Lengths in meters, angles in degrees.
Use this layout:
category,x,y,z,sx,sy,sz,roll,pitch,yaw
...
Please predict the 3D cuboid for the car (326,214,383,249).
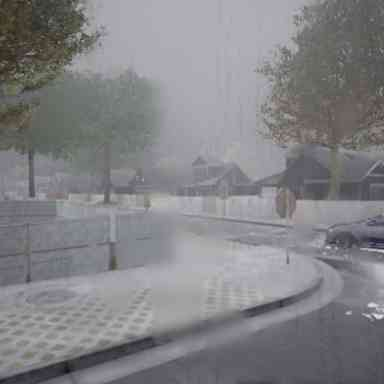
category,x,y,z,sx,sy,sz,roll,pitch,yaw
car,7.444,1.536,12.822,4.181,1.385,1.994,0,1,33
